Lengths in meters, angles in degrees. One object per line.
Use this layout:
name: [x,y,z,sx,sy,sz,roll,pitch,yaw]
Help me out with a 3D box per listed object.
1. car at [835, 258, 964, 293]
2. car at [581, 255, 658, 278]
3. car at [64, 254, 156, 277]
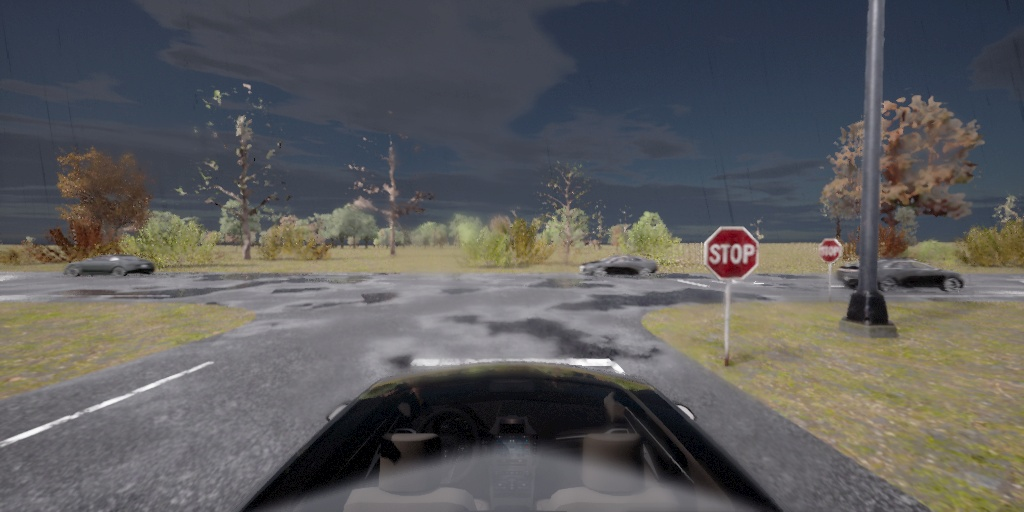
car: [18.004,0.869,16.731,4.902,1.511,2.128,0,2,-2]
car: [6.978,0.662,23.426,4.902,1.511,2.128,0,2,-2]
car: [-25.184,0.580,22.557,4.181,1.385,1.994,0,2,-2]
